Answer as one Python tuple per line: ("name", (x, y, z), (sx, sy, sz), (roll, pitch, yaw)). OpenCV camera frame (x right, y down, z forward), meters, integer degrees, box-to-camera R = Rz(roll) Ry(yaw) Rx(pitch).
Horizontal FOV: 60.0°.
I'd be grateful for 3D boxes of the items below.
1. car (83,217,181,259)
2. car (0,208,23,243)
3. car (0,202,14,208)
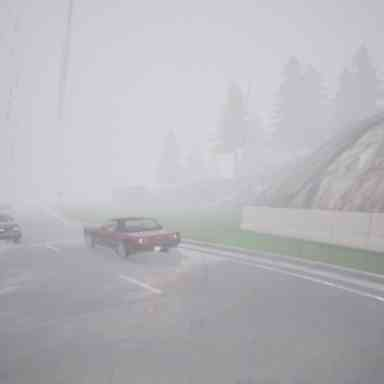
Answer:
("car", (-2.509, 1.612, 12.743), (1.895, 1.301, 4.718), (-2, 0, -38))
("car", (-9.725, 1.726, 16.277), (2.033, 1.411, 5.357), (-2, 0, -38))
("car", (-27.508, 2.095, 49.277), (1.895, 1.301, 4.718), (-2, 0, -25))
